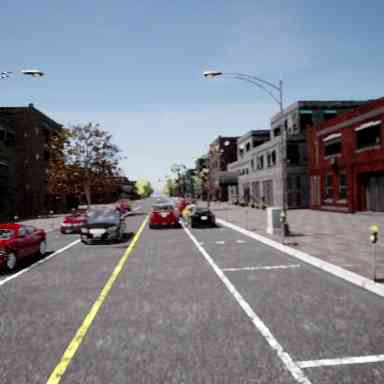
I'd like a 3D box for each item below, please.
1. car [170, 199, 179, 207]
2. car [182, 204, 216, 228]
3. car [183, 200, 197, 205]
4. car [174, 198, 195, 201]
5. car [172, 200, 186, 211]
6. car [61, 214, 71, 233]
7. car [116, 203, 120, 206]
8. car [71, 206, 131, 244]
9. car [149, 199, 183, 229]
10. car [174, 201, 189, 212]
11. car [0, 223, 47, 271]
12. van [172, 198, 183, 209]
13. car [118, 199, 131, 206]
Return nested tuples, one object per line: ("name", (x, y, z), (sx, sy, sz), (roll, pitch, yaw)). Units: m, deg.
("car", (-3.618, 2.205, 68.128), (1.752, 1.417, 4.829), (-2, 0, -5))
("car", (0.603, 1.746, 23.774), (1.947, 1.339, 4.313), (-2, 0, -5))
("car", (0.061, 1.769, 29.466), (1.752, 1.417, 4.829), (-2, 0, -5))
("car", (-0.458, 1.620, 34.822), (2.192, 1.841, 5.009), (-2, 0, -5))
("car", (-2.042, 2.019, 51.559), (1.752, 1.417, 4.829), (-2, 0, -5))
("car", (-7.735, 2.019, 22.975), (1.802, 1.307, 4.206), (-2, 0, -5))
("car", (-8.786, 2.144, 34.022), (1.802, 1.307, 4.206), (-2, 0, -5))
("car", (-4.637, 1.788, 17.933), (2.128, 1.511, 4.902), (-2, 0, -5))
("car", (-2.088, 1.623, 24.516), (2.097, 1.767, 4.553), (-2, -1, -6))
("car", (-1.498, 2.011, 45.866), (1.802, 1.307, 4.206), (-2, 0, -5))
("car", (-6.686, 1.857, 11.930), (1.887, 1.381, 4.507), (-2, 0, -5))
("van", (-2.559, 1.895, 56.914), (1.690, 1.788, 3.998), (-2, 0, -5))
("car", (-10.373, 2.065, 50.593), (2.192, 1.841, 5.009), (-2, 0, -5))
